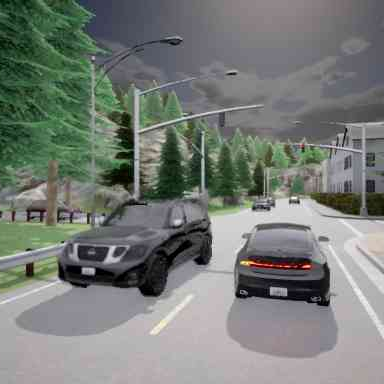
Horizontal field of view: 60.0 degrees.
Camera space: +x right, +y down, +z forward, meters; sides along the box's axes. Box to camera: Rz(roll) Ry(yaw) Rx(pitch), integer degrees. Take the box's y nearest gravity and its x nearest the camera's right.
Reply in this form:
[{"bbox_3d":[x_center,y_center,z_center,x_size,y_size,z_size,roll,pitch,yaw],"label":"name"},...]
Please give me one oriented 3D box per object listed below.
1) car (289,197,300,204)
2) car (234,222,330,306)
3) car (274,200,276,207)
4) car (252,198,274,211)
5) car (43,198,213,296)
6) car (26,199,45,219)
[{"bbox_3d":[19.234,1.564,62.531,1.994,1.385,4.181,0,0,17],"label":"car"},{"bbox_3d":[2.237,1.505,8.165,1.837,1.490,4.892,0,0,17],"label":"car"},{"bbox_3d":[11.641,1.564,50.614,1.994,1.385,4.181,0,0,17],"label":"car"},{"bbox_3d":[8.644,1.564,41.073,1.994,1.385,4.181,0,0,17],"label":"car"},{"bbox_3d":[-1.077,1.221,9.196,2.150,2.045,5.566,0,0,21],"label":"car"},{"bbox_3d":[-11.426,1.367,27.725,4.553,1.767,2.097,0,0,17],"label":"car"}]
